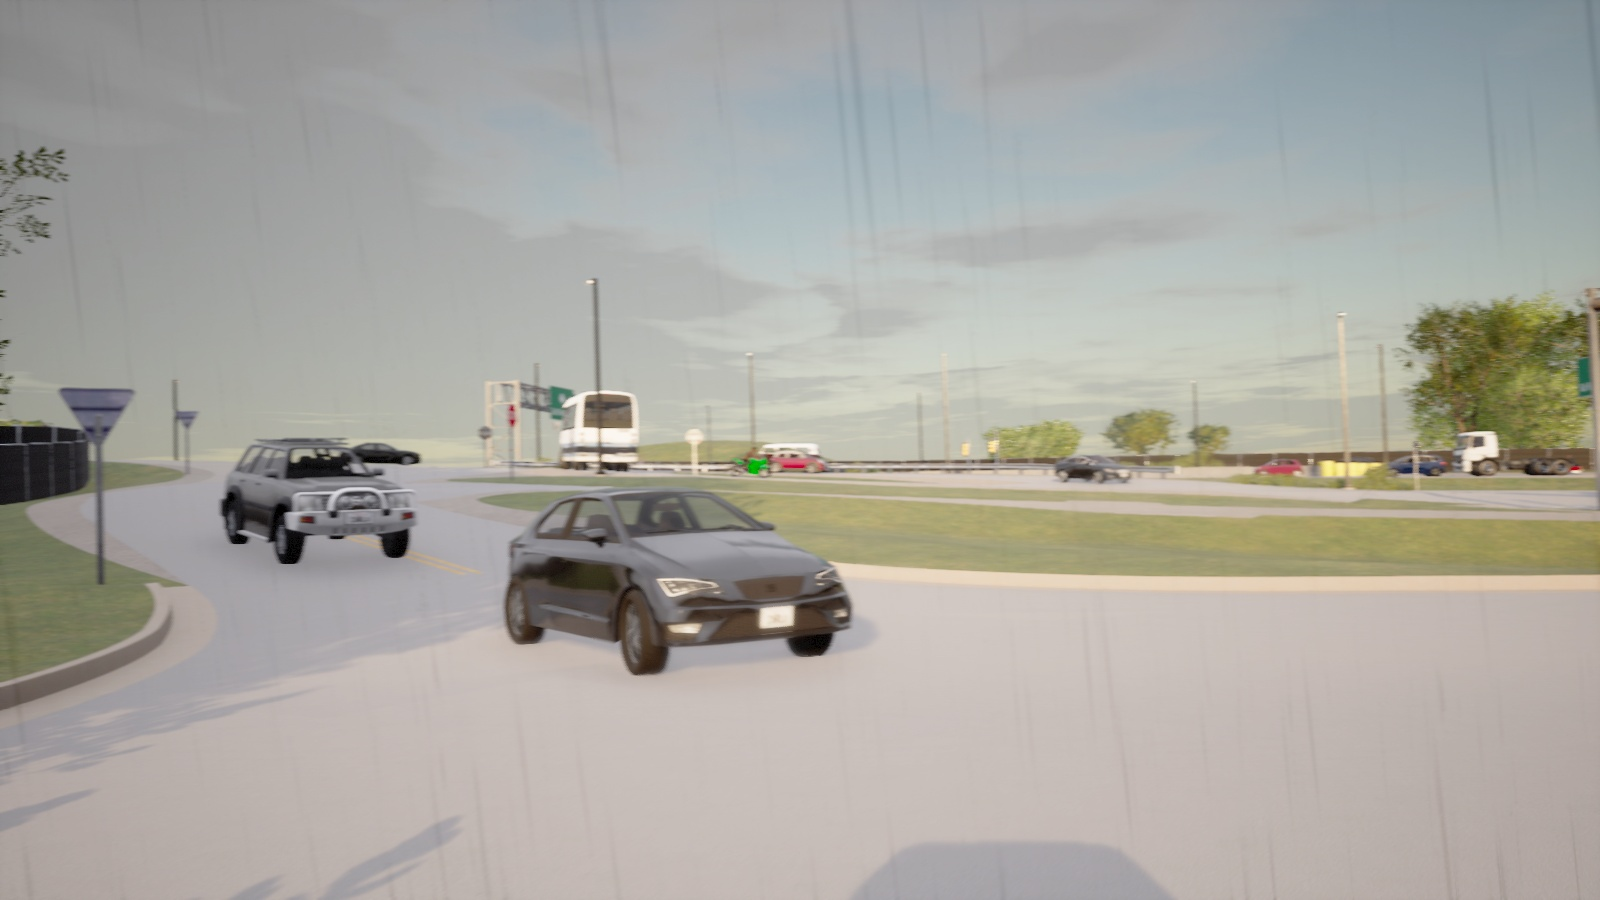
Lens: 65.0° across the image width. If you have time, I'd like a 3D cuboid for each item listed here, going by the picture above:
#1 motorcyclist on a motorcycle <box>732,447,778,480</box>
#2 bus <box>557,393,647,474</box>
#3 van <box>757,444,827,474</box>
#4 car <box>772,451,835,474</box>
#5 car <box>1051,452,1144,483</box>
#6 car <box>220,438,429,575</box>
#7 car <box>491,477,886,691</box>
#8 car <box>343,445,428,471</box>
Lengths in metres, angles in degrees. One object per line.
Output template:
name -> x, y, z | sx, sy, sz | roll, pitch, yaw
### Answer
motorcyclist on a motorcycle -> -2.168, 0.634, 60.607 | 2.044, 1.523, 0.797 | 2, -1, 12
bus -> -11.432, -0.825, 71.461 | 3.944, 4.253, 10.273 | 0, -1, -15
van -> -0.523, 0.618, 87.648 | 4.480, 2.038, 2.069 | 0, -1, 15
car -> 0.236, 0.806, 83.482 | 3.806, 1.475, 1.970 | 0, -1, 15
car -> 15.846, 0.884, 67.127 | 2.128, 1.511, 4.902 | -2, 1, -27
car -> -7.954, 0.802, 20.735 | 1.932, 1.855, 4.605 | -1, 3, -38
car -> -1.213, 1.074, 11.266 | 1.816, 1.474, 4.193 | -1, -2, -31
car -> -26.379, 0.510, 79.905 | 5.008, 1.535, 1.882 | 1, -2, -21
